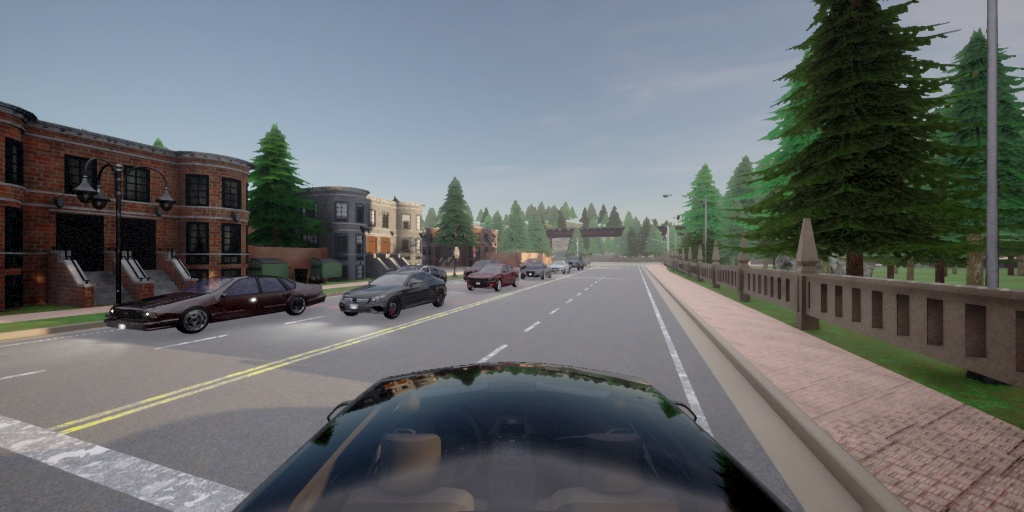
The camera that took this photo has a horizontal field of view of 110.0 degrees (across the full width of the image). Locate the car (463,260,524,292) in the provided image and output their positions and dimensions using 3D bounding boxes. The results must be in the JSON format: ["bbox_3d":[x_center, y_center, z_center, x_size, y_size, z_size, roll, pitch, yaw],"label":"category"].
[{"bbox_3d":[-1.052,1.228,21.953,1.882,1.535,5.008,0,0,19],"label":"car"}]

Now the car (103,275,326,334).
[{"bbox_3d":[-8.459,1.297,11.082,2.033,1.411,5.357,0,0,19],"label":"car"}]

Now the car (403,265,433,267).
[{"bbox_3d":[-5.403,1.242,20.054,2.128,1.511,4.902,0,0,18],"label":"car"}]

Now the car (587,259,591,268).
[{"bbox_3d":[12.296,1.255,61.015,1.837,1.490,4.892,0,0,19],"label":"car"}]

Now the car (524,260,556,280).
[{"bbox_3d":[2.189,1.314,31.430,1.994,1.385,4.181,0,0,20],"label":"car"}]

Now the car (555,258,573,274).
[{"bbox_3d":[5.436,1.276,40.978,1.812,1.442,4.674,0,0,19],"label":"car"}]

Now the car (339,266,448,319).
[{"bbox_3d":[-4.063,1.276,13.123,1.812,1.442,4.674,0,0,19],"label":"car"}]

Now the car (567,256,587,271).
[{"bbox_3d":[8.809,0.972,50.848,2.150,2.045,5.566,0,0,19],"label":"car"}]
